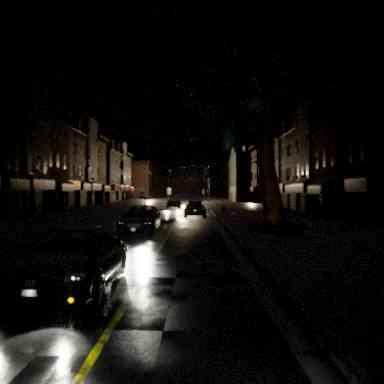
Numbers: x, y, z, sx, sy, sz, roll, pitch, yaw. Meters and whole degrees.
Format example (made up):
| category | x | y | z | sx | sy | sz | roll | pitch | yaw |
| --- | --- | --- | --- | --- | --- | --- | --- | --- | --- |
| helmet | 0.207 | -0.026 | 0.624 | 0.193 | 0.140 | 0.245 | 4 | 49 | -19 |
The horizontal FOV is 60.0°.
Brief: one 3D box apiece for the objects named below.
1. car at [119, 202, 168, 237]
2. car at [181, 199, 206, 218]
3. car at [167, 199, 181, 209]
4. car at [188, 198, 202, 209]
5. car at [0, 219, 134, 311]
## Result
| category | x | y | z | sx | sy | sz | roll | pitch | yaw |
| --- | --- | --- | --- | --- | --- | --- | --- | --- | --- |
| car | -2.710 | 1.472 | 17.938 | 2.128 | 1.511 | 4.902 | 0 | 0 | 1 |
| car | 0.288 | 1.539 | 30.330 | 1.994 | 1.385 | 4.181 | 0 | 0 | 1 |
| car | -2.413 | 1.557 | 44.621 | 1.895 | 1.301 | 4.718 | 0 | 0 | 1 |
| car | 0.414 | 1.562 | 45.458 | 1.895 | 1.301 | 4.718 | 0 | 0 | 1 |
| car | -2.799 | 1.553 | 7.720 | 1.994 | 1.385 | 4.181 | 0 | 0 | 0 |
